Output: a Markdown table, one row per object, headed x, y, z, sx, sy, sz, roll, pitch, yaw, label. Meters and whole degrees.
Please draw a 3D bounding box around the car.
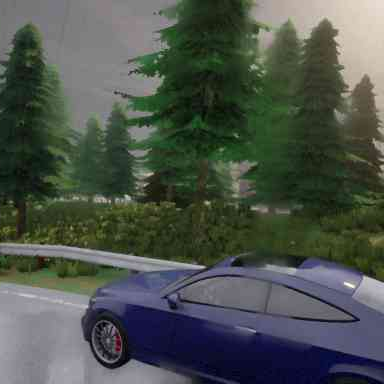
| x | y | z | sx | sy | sz | roll | pitch | yaw | label |
| --- | --- | --- | --- | --- | --- | --- | --- | --- | --- |
| 0.726 | 1.500 | 4.117 | 4.674 | 1.442 | 1.812 | 1 | 1 | 31 | car |
